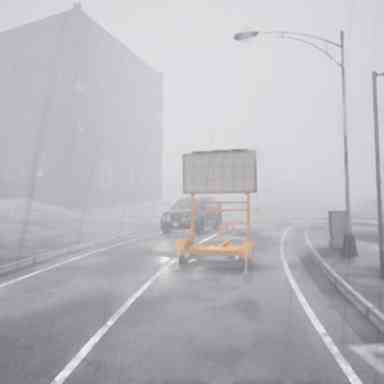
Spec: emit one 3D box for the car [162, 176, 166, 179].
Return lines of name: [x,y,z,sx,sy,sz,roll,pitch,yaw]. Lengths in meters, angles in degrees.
car: [-7.045,-2.727,62.415,4.553,1.767,2.185,2,-5,-24]

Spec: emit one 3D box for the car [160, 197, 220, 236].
car: [0.080,1.308,19.501,2.150,2.045,5.566,-2,-1,20]

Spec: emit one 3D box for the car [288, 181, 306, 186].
car: [22.979,-1.738,76.251,4.553,1.767,2.185,2,-5,-27]

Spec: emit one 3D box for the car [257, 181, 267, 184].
car: [13.078,-1.961,71.298,4.674,1.452,2.002,2,-5,-25]

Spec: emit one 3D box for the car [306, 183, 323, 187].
car: [28.011,-1.369,78.968,4.792,1.488,2.163,2,-5,-28]

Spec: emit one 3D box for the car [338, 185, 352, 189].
car: [37.461,-0.965,84.465,4.892,1.521,2.231,3,-5,-31]

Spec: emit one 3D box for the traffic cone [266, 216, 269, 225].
traffic cone: [5.154,1.989,23.054,0.340,0.580,0.340,-2,-1,17]

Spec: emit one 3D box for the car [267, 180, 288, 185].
car: [18.066,-1.811,73.724,5.008,1.535,2.097,2,-5,-26]

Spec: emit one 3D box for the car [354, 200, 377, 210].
car: [27.669,1.987,52.369,4.892,1.490,1.837,0,-4,-29]

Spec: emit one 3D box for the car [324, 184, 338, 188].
car: [32.808,-1.145,81.689,4.674,1.452,2.002,3,-5,-30]

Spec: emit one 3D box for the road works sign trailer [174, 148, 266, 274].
road works sign trailer: [0.925,0.449,10.711,2.380,3.560,2.880,-1,0,18]

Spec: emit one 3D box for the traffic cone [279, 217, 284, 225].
traffic cone: [6.109,1.960,22.769,0.340,0.580,0.340,-2,-1,17]
